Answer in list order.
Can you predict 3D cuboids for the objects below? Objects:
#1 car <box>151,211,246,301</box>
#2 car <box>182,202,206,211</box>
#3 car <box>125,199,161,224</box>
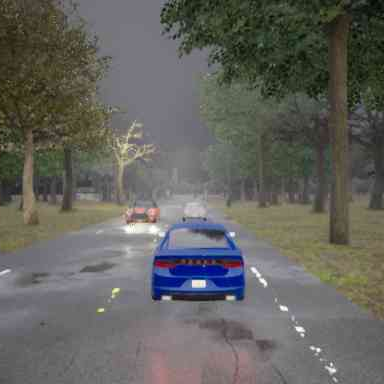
[{"bbox_3d":[0.129,1.472,8.366,1.882,1.535,5.008,0,0,0],"label":"car"},{"bbox_3d":[0.187,1.539,26.879,1.812,1.442,4.674,0,0,0],"label":"car"},{"bbox_3d":[-3.520,1.361,24.633,2.097,1.767,4.553,0,0,0],"label":"car"}]
